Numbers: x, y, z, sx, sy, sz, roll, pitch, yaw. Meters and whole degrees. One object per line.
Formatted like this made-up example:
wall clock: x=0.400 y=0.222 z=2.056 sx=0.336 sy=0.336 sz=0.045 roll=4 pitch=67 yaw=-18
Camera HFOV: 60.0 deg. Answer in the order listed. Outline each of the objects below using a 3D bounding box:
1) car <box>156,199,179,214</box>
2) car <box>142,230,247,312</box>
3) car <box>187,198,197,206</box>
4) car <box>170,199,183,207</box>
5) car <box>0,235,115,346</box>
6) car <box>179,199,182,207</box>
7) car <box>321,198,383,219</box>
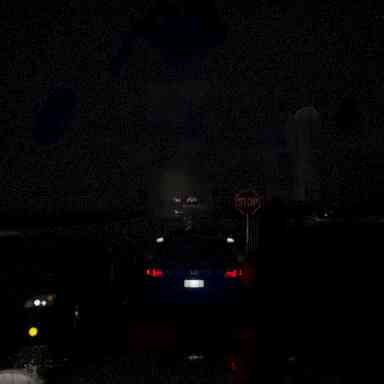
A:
car: x=-2.869 y=1.694 z=37.376 sx=2.033 sy=1.411 sz=5.357 roll=0 pitch=0 yaw=0
car: x=0.072 y=1.575 z=7.827 sx=1.994 sy=1.385 sz=4.181 roll=0 pitch=0 yaw=1
car: x=-0.028 y=1.946 z=68.668 sx=2.097 sy=1.767 sz=4.553 roll=0 pitch=-1 yaw=0
car: x=-2.830 y=1.974 z=61.936 sx=2.128 sy=1.511 sz=4.902 roll=0 pitch=-1 yaw=0
car: x=-2.854 y=1.572 z=6.455 sx=1.994 sy=1.385 sz=4.181 roll=0 pitch=0 yaw=0
car: x=-2.858 y=1.862 z=47.618 sx=1.895 sy=1.301 sz=4.718 roll=0 pitch=-1 yaw=0
car: x=12.198 y=1.157 z=23.816 sx=5.357 sy=1.411 sz=2.033 roll=-2 pitch=-1 yaw=-2
